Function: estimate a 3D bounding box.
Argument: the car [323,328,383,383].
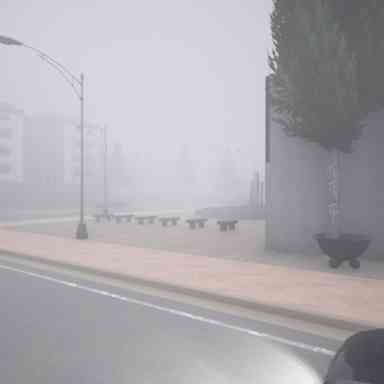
[{"bbox_3d":[2.923,1.564,1.922,4.181,1.385,1.994,0,0,35],"label":"car"}]

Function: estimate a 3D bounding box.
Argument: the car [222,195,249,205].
[{"bbox_3d":[7.392,1.346,56.713,4.553,1.767,2.097,0,0,-21],"label":"car"}]

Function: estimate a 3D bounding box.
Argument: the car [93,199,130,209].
[{"bbox_3d":[-10.625,1.595,44.155,1.895,1.301,4.718,0,0,42],"label":"car"}]
